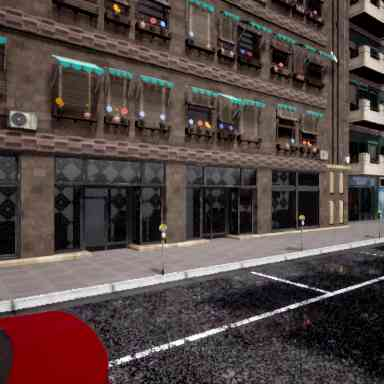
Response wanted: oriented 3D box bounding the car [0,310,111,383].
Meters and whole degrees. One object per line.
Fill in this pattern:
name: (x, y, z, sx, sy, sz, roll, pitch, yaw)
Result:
car: (-2.808, 1.477, 1.367, 5.008, 1.535, 1.882, 0, 0, -36)
